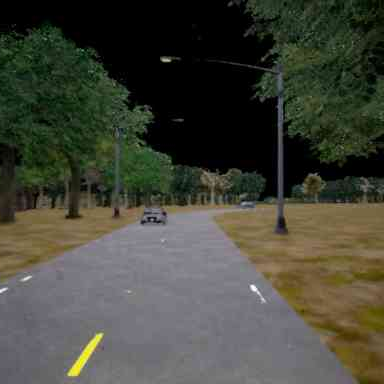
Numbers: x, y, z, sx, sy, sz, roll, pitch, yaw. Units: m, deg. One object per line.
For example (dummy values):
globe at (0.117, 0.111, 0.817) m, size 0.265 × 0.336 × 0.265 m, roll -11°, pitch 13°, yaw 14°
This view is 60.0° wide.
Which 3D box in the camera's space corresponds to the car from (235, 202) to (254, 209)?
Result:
car at (10.615, 2.678, 66.398) m, size 4.674 × 1.442 × 1.812 m, roll 1°, pitch -2°, yaw -44°

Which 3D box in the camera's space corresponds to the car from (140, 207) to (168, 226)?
car at (-3.029, 1.965, 27.299) m, size 1.994 × 1.385 × 4.181 m, roll 0°, pitch -1°, yaw 1°
